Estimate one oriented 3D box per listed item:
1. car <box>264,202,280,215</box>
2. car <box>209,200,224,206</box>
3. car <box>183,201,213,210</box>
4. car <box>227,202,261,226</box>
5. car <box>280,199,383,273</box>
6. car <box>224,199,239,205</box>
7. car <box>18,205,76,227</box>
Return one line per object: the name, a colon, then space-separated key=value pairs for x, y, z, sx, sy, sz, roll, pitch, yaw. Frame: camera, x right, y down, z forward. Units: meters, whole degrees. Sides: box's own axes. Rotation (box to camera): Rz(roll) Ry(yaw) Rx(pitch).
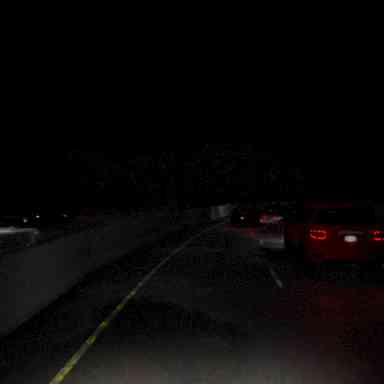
car: x=10.284 y=1.957 z=41.012 sx=2.128 sy=1.511 sz=4.902 roll=0 pitch=-1 yaw=26
car: x=2.611 y=2.032 z=49.385 sx=1.837 sy=1.490 sz=4.892 roll=0 pitch=-1 yaw=29
car: x=0.321 y=1.984 z=36.526 sx=1.895 sy=1.301 sz=4.718 roll=0 pitch=-1 yaw=23
car: x=4.283 y=1.767 z=26.134 sx=1.882 sy=1.535 sz=5.008 roll=0 pitch=-1 yaw=16
car: x=4.582 y=1.359 z=11.456 sx=2.150 sy=2.045 sz=5.566 roll=0 pitch=-1 yaw=8
car: x=7.380 y=2.206 z=63.298 sx=1.837 sy=1.490 sz=4.892 roll=0 pitch=0 yaw=36
car: x=-10.728 y=1.715 z=24.961 sx=2.128 sy=1.511 sz=4.902 roll=0 pitch=-1 yaw=15
